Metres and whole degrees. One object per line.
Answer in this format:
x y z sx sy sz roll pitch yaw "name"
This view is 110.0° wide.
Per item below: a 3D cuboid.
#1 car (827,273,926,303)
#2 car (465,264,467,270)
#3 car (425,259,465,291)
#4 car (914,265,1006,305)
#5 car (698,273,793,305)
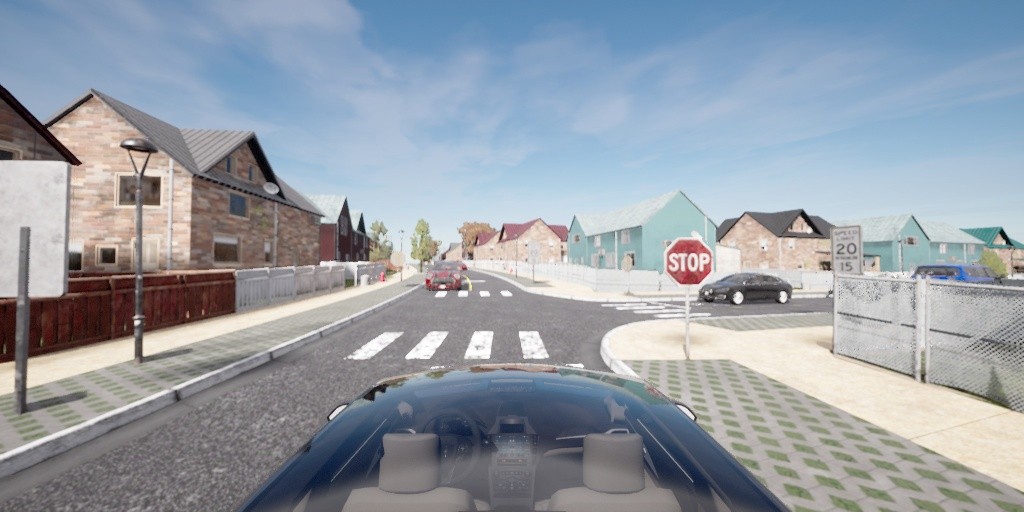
21.417 1.868 21.276 5.357 1.411 2.033 1 -2 -19 "car"
-8.571 1.638 58.451 1.994 1.385 4.181 0 -1 -16 "car"
-4.243 1.198 22.820 2.097 1.767 4.553 0 0 -7 "car"
23.811 1.498 18.983 5.566 2.045 2.150 1 -2 -18 "car"
11.793 1.628 18.153 4.892 1.490 1.837 1 -2 -17 "car"
